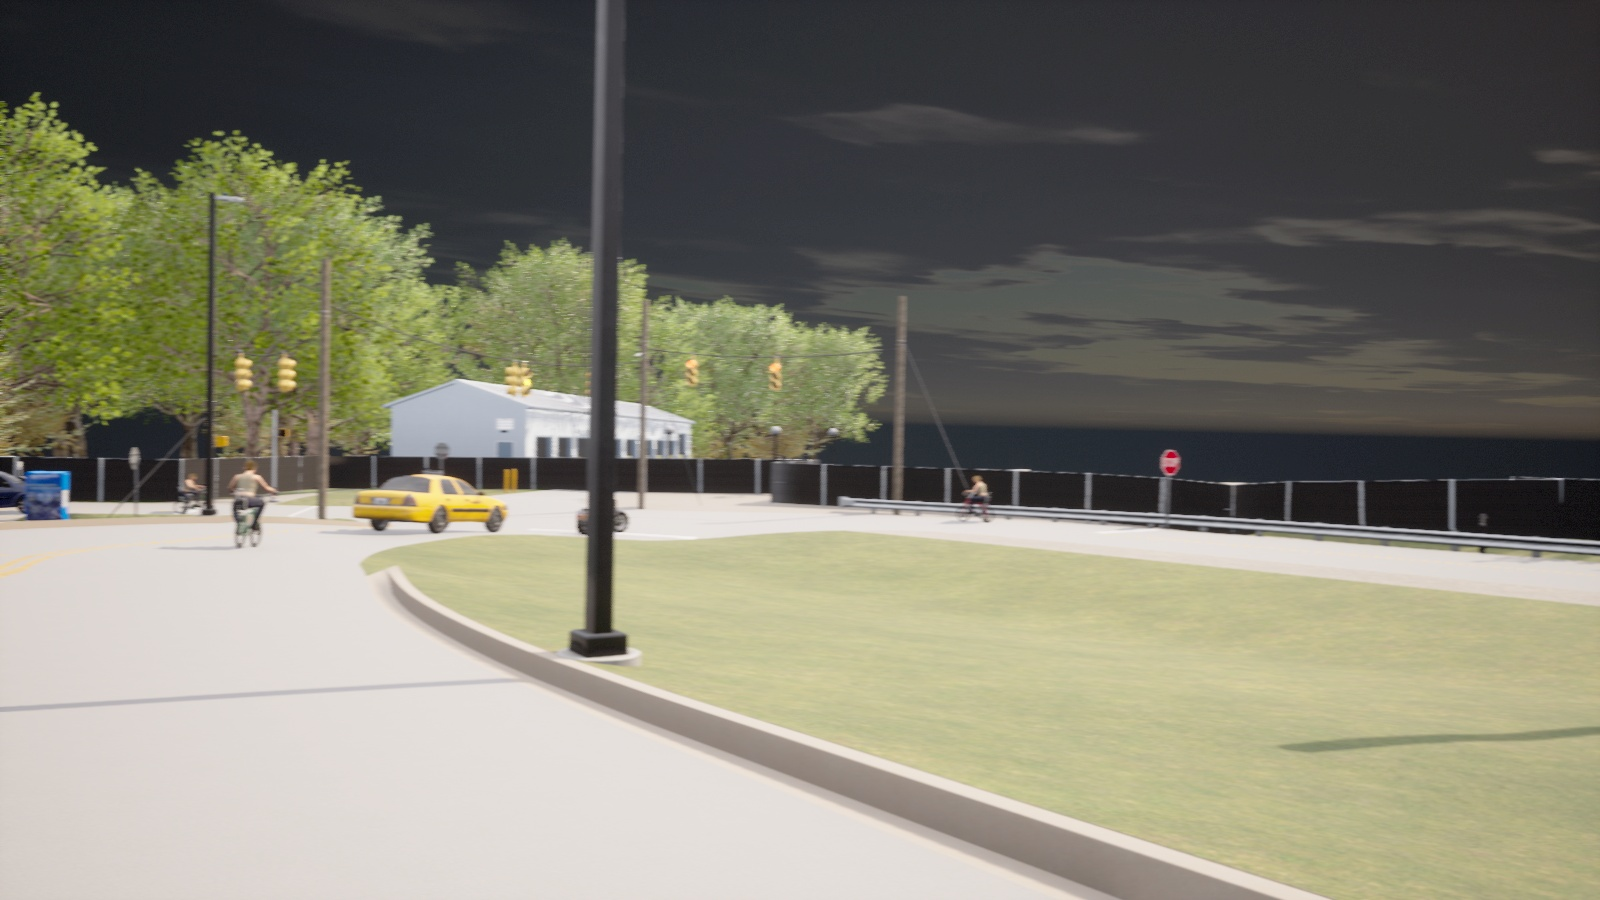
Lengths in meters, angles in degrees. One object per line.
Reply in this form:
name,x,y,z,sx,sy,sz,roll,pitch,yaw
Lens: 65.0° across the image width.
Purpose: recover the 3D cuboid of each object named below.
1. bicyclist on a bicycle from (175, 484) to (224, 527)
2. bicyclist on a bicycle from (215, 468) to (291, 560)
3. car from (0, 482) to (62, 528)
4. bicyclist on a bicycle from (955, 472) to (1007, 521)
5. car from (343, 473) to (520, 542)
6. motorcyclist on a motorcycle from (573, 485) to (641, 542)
bicyclist on a bicycle,-23.470,2.153,49.089,1.509,1.612,0.866,1,1,-9
bicyclist on a bicycle,-9.961,1.179,22.937,0.866,1.612,1.509,1,-4,-8
car,-30.110,2.053,47.117,3.988,1.617,1.851,0,1,-23
bicyclist on a bicycle,6.226,1.591,43.242,1.509,1.612,0.866,-1,0,39
car,-9.199,1.458,31.894,1.801,1.575,5.366,1,-2,14
motorcyclist on a motorcycle,-6.015,1.957,39.283,0.766,1.649,2.350,1,1,31
